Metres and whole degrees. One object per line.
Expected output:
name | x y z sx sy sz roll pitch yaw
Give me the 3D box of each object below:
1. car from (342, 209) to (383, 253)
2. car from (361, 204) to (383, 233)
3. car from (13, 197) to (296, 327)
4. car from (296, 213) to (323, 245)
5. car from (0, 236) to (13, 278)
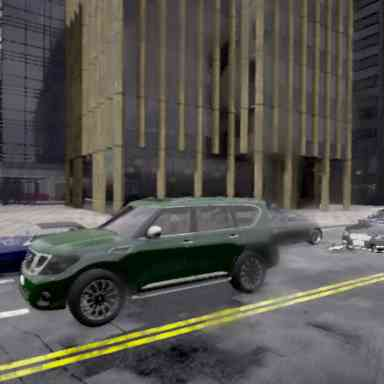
car | 7.637 1.447 12.462 4.902 1.511 2.128 0 1 -33
car | 11.954 1.465 19.112 4.674 1.442 1.812 0 1 -33
car | -0.561 1.144 7.165 5.566 2.045 2.150 0 1 -33
car | 3.410 1.467 13.603 4.181 1.385 1.994 0 1 -34
car | -3.993 1.473 8.823 4.718 1.301 1.895 0 1 -33
